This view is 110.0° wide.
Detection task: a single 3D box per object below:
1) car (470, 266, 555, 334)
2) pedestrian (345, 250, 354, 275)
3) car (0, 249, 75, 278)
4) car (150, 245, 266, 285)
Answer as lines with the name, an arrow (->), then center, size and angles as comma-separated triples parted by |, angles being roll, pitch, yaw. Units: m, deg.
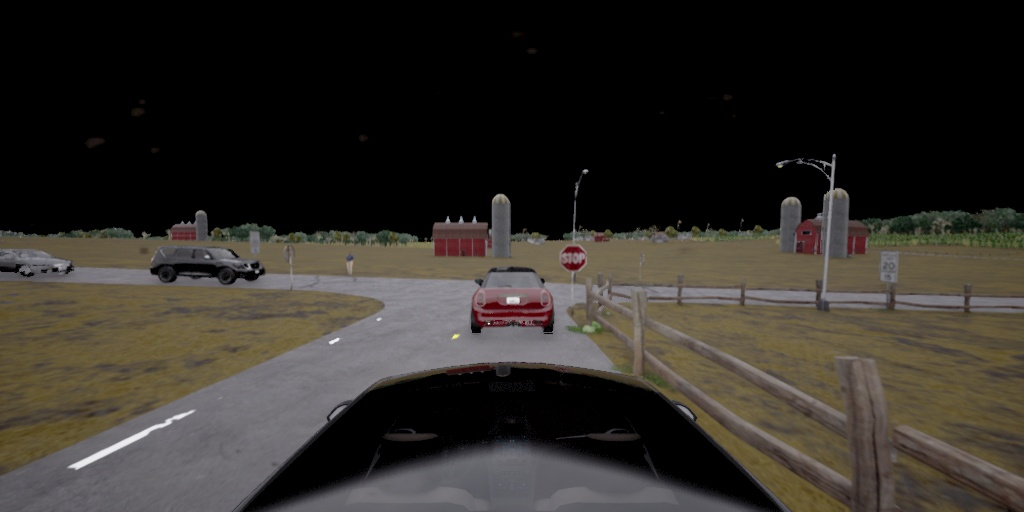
car -> -0.053, 1.078, 10.723 | 2.097, 1.767, 4.553 | 0, 0, -2
pedestrian -> -12.042, 0.483, 26.612 | 0.375, 1.860, 0.375 | 0, 1, 0
car -> -28.380, 0.367, 20.727 | 4.902, 1.511, 2.128 | 2, 3, 1
car -> -17.421, 0.463, 20.659 | 5.566, 2.045, 2.150 | 2, 3, 0
